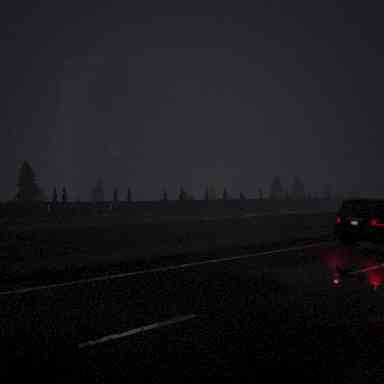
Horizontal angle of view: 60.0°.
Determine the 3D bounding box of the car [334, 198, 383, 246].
[{"bbox_3d":[8.293,1.257,14.084,5.566,2.045,2.150,0,0,-35],"label":"car"}]
